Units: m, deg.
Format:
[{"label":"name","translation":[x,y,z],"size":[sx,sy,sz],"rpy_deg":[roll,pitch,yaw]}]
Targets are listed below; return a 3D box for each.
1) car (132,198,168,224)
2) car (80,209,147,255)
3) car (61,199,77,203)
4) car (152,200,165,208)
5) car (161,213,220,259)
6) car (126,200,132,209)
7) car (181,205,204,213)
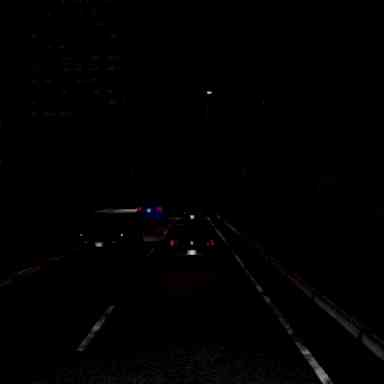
[{"label":"car","translation":[-3.235,1.504,27.596],"size":[2.150,2.045,5.566],"rpy_deg":[0,0,0]},{"label":"car","translation":[-3.225,1.666,13.892],"size":[1.812,1.442,4.674],"rpy_deg":[0,0,0]},{"label":"car","translation":[-32.844,2.496,88.843],"size":[4.206,1.307,1.802],"rpy_deg":[0,0,2]},{"label":"car","translation":[-6.502,2.211,64.640],"size":[2.033,1.411,5.357],"rpy_deg":[0,-1,1]},{"label":"car","translation":[0.018,1.735,13.232],"size":[1.895,1.301,4.718],"rpy_deg":[0,-1,0]},{"label":"car","translation":[-9.808,2.062,55.768],"size":[2.128,1.511,4.902],"rpy_deg":[0,-1,0]},{"label":"car","translation":[0.029,1.818,28.892],"size":[1.812,1.442,4.674],"rpy_deg":[0,0,0]}]
